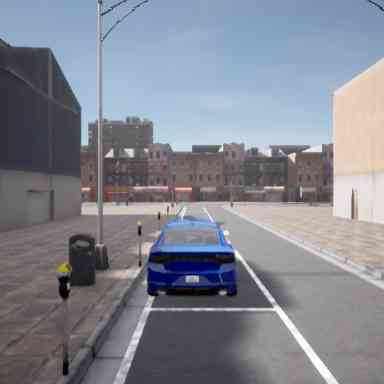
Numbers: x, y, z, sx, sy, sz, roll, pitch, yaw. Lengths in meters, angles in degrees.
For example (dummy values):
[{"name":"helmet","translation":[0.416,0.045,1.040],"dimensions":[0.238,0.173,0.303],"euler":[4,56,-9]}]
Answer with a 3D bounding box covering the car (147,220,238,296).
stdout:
[{"name":"car","translation":[0.006,1.467,8.651],"dimensions":[1.882,1.535,5.008],"euler":[0,0,0]}]
